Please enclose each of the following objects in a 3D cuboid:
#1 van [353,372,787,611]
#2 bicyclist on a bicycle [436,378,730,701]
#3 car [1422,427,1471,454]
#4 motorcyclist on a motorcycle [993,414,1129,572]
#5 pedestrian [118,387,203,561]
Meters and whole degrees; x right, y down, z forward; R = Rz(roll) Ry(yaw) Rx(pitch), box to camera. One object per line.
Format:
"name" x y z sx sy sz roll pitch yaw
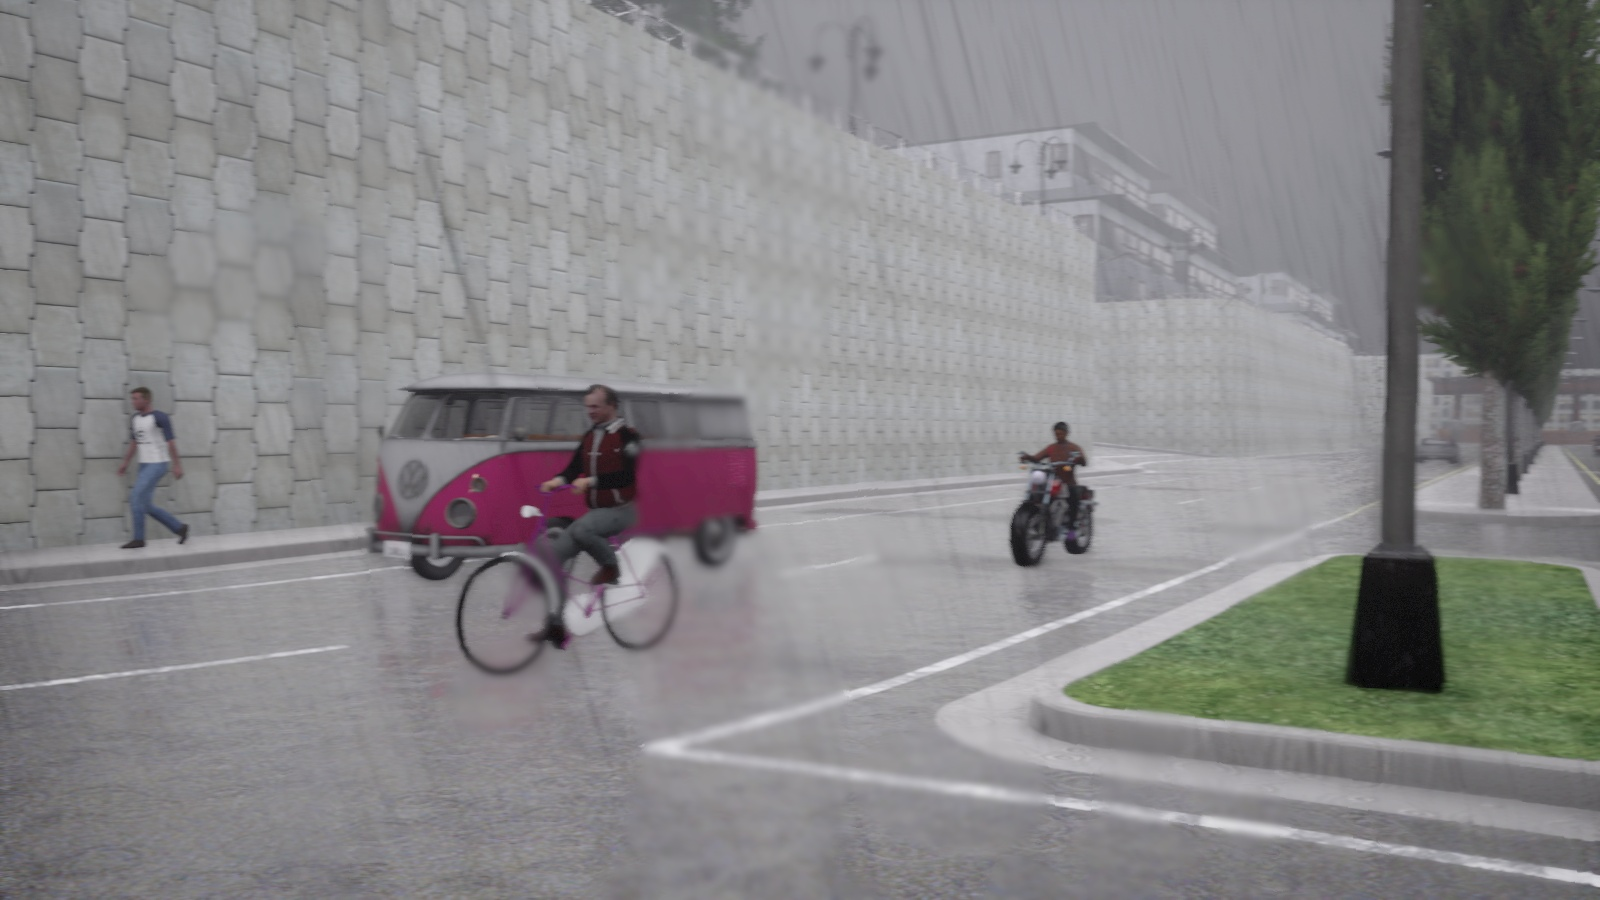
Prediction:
"van" -2.095 0.305 12.779 1.775 1.987 4.442 0 1 32
"bicyclist on a bicycle" -1.293 0.490 7.841 0.659 1.776 1.843 0 0 38
"car" 32.758 -0.502 63.606 1.895 1.301 4.718 0 1 31
"motorcyclist on a motorcycle" 3.033 0.425 14.383 0.766 1.649 2.350 0 1 32
"pedestrian" -6.936 0.243 13.632 0.354 1.836 0.706 0 1 34
